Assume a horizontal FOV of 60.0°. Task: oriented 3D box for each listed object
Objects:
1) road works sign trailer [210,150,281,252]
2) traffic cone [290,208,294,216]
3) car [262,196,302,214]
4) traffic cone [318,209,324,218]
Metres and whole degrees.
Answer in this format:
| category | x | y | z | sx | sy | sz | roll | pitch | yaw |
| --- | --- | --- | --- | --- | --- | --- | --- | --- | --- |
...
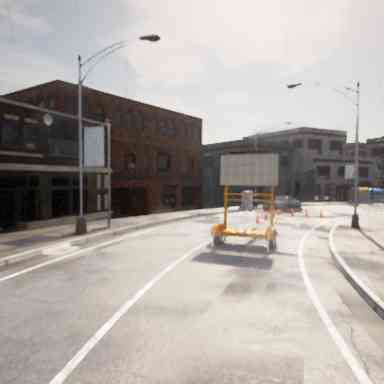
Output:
| category | x | y | z | sx | sy | sz | roll | pitch | yaw |
| --- | --- | --- | --- | --- | --- | --- | --- | --- | --- |
| road works sign trailer | 2.239 | 0.210 | 12.963 | 2.380 | 3.560 | 2.880 | 1 | 1 | 24 |
| traffic cone | 7.526 | 1.498 | 24.864 | 0.340 | 0.580 | 0.340 | 2 | 2 | 27 |
| car | 7.746 | 1.019 | 28.369 | 1.994 | 1.385 | 4.181 | 2 | 2 | 42 |
| traffic cone | 9.311 | 1.549 | 23.965 | 0.340 | 0.580 | 0.340 | 2 | 2 | 27 |
